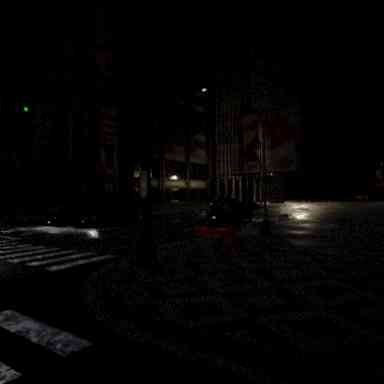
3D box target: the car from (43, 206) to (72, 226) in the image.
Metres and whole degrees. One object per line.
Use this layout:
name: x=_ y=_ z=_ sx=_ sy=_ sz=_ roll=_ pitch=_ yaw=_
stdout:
car: x=-8.483 y=1.722 z=25.428 sx=2.033 sy=1.411 sz=5.357 roll=-1 pitch=-1 yaw=35

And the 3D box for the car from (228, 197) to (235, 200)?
car: x=6.530 y=1.634 z=40.883 sx=1.994 sy=1.385 sz=4.181 roll=-1 pitch=-1 yaw=36

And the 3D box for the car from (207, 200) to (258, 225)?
car: x=2.822 y=1.528 z=24.327 sx=1.812 sy=1.442 sz=4.674 roll=-1 pitch=-1 yaw=35

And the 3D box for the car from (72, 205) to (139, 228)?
car: x=-5.771 y=1.647 z=23.636 sx=1.812 sy=1.442 sz=4.674 roll=-1 pitch=0 yaw=35

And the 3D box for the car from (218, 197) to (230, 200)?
car: x=4.152 y=1.474 z=43.147 sx=2.097 sy=1.767 sz=4.553 roll=-1 pitch=-1 yaw=36
